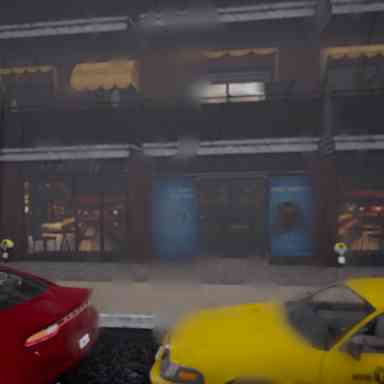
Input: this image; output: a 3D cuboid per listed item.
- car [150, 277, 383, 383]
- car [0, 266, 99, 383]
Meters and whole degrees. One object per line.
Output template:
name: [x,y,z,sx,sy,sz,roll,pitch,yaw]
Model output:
car: [2.018,1.519,3.466,4.829,1.417,1.752,0,-1,6]
car: [-3.453,1.576,4.040,4.507,1.381,1.887,0,-1,6]
